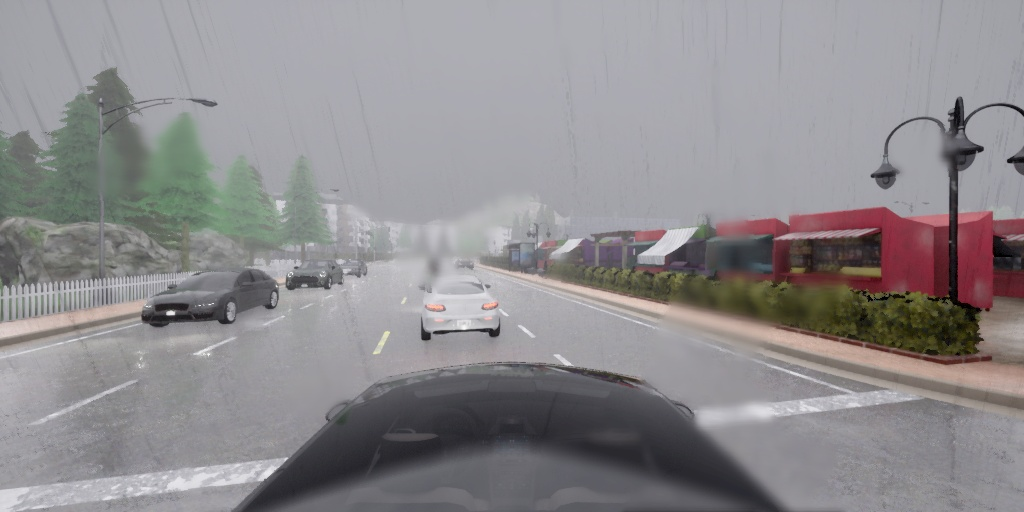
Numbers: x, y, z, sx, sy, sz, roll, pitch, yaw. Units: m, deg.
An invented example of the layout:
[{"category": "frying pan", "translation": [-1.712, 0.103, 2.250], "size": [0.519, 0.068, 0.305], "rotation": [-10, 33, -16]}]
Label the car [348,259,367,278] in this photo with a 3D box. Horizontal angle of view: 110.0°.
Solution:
[{"category": "car", "translation": [-13.652, 1.033, 30.679], "size": [2.128, 1.511, 4.902], "rotation": [0, 0, -13]}]

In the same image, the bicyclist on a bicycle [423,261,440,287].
[{"category": "bicyclist on a bicycle", "translation": [-4.349, 1.078, 19.612], "size": [0.582, 1.620, 1.656], "rotation": [0, 1, 25]}]

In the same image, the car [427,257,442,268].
[{"category": "car", "translation": [-10.959, 0.898, 50.798], "size": [1.837, 1.490, 4.892], "rotation": [0, 0, -13]}]

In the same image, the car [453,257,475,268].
[{"category": "car", "translation": [-5.712, 1.047, 43.749], "size": [1.895, 1.301, 4.718], "rotation": [0, 0, -13]}]

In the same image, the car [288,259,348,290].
[{"category": "car", "translation": [-11.433, 0.965, 21.062], "size": [2.097, 1.767, 4.553], "rotation": [0, 0, -13]}]

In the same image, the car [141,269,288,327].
[{"category": "car", "translation": [-9.210, 1.190, 11.466], "size": [1.837, 1.490, 4.892], "rotation": [0, 0, -13]}]

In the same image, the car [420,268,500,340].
[{"category": "car", "translation": [-1.494, 1.225, 9.769], "size": [1.812, 1.442, 4.674], "rotation": [0, 0, -12]}]
